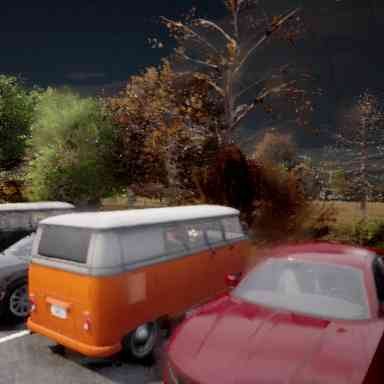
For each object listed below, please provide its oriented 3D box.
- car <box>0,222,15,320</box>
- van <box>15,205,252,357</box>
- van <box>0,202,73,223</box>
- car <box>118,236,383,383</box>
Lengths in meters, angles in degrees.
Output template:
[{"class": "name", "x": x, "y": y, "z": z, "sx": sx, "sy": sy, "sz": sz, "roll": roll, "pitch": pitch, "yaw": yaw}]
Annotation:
[{"class": "car", "x": -2.824, "y": 1.521, "z": 7.626, "sx": 2.231, "sy": 1.521, "sz": 4.892, "roll": 0, "pitch": 0, "yaw": 36}, {"class": "van", "x": -0.464, "y": 1.277, "z": 6.071, "sx": 1.878, "sy": 1.987, "sz": 4.442, "roll": 0, "pitch": 0, "yaw": 36}, {"class": "van", "x": -5.058, "y": 1.311, "z": 9.361, "sx": 1.878, "sy": 1.987, "sz": 4.442, "roll": 0, "pitch": 0, "yaw": 36}, {"class": "car", "x": 1.667, "y": 1.486, "z": 4.412, "sx": 2.097, "sy": 1.535, "sz": 5.008, "roll": 0, "pitch": 0, "yaw": 36}]
